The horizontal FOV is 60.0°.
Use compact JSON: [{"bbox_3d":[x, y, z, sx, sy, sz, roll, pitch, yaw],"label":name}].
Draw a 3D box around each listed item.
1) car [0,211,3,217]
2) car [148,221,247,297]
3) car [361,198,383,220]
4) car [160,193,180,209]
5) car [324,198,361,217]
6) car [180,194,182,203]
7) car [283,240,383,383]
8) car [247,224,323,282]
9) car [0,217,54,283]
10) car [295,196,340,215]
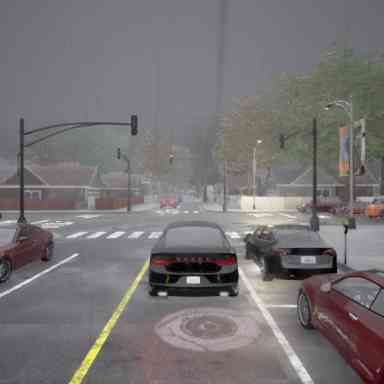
[{"bbox_3d":[-17.076,1.658,25.833,4.181,1.385,1.994,0,0,0],"label":"car"},{"bbox_3d":[0.047,1.477,8.630,1.882,1.535,5.008,0,0,1],"label":"car"},{"bbox_3d":[16.134,1.248,25.881,4.553,1.767,2.097,0,0,0],"label":"car"},{"bbox_3d":[-3.202,1.243,46.033,2.150,2.045,5.566,0,0,0],"label":"car"},{"bbox_3d":[14.328,1.469,29.327,4.181,1.385,1.994,0,0,0],"label":"car"},{"bbox_3d":[-3.231,1.385,56.881,2.097,1.767,4.553,0,0,0],"label":"car"},{"bbox_3d":[2.634,1.582,4.065,1.802,1.307,4.206,0,0,0],"label":"car"},{"bbox_3d":[2.624,1.566,9.584,1.947,1.339,4.313,0,0,0],"label":"car"},{"bbox_3d":[-5.401,1.582,9.568,1.802,1.307,4.206,0,0,0],"label":"car"},{"bbox_3d":[12.536,1.267,32.575,4.553,1.767,2.097,0,0,0],"label":"car"}]
